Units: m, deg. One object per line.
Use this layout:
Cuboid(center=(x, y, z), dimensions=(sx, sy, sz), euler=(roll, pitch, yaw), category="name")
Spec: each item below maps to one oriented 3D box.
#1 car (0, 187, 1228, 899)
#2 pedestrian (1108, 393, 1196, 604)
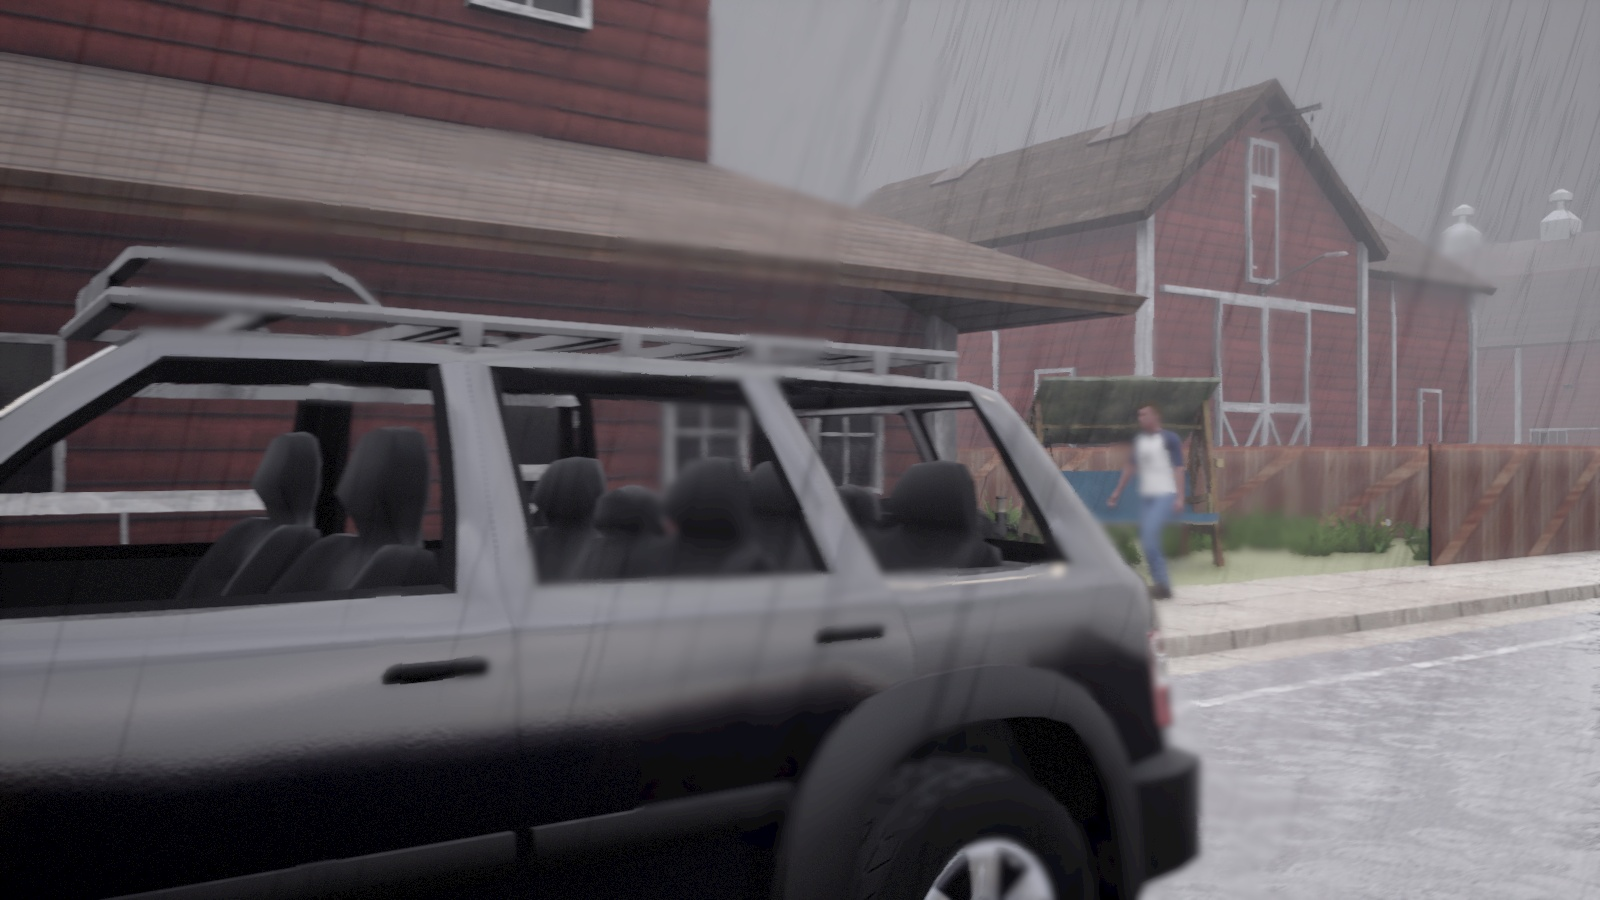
Cuboid(center=(-1.327, 0.573, 2.742), dimensions=(4.605, 1.855, 1.932), euler=(1, -1, -35), category="car")
Cuboid(center=(3.151, 0.421, 11.247), dimensions=(0.706, 1.836, 0.354), euler=(0, 0, -29), category="pedestrian")
